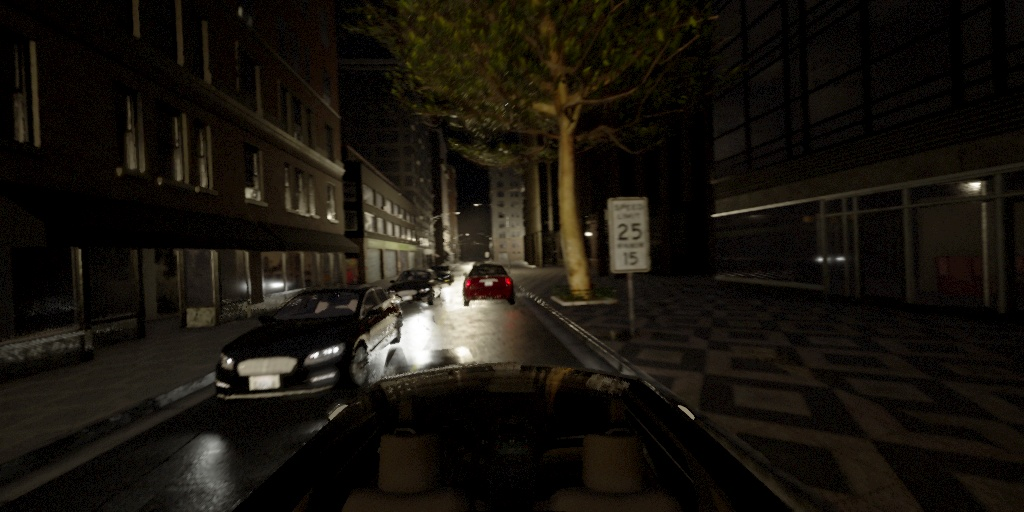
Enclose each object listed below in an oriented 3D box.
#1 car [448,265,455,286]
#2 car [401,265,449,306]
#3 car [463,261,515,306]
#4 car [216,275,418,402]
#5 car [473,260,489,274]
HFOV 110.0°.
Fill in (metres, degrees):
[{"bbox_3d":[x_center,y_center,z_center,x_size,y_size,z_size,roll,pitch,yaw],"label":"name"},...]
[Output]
[{"bbox_3d":[-5.326,1.413,26.728,1.837,1.490,4.892,-2,0,-5],"label":"car"},{"bbox_3d":[-4.359,1.385,16.546,2.128,1.511,4.902,-2,0,-5],"label":"car"},{"bbox_3d":[-1.120,1.112,16.206,2.097,1.767,4.553,-2,0,-5],"label":"car"},{"bbox_3d":[-3.447,1.372,7.068,2.128,1.511,4.902,-2,0,-6],"label":"car"},{"bbox_3d":[-3.787,1.322,44.038,1.812,1.442,4.674,-2,0,-5],"label":"car"}]
